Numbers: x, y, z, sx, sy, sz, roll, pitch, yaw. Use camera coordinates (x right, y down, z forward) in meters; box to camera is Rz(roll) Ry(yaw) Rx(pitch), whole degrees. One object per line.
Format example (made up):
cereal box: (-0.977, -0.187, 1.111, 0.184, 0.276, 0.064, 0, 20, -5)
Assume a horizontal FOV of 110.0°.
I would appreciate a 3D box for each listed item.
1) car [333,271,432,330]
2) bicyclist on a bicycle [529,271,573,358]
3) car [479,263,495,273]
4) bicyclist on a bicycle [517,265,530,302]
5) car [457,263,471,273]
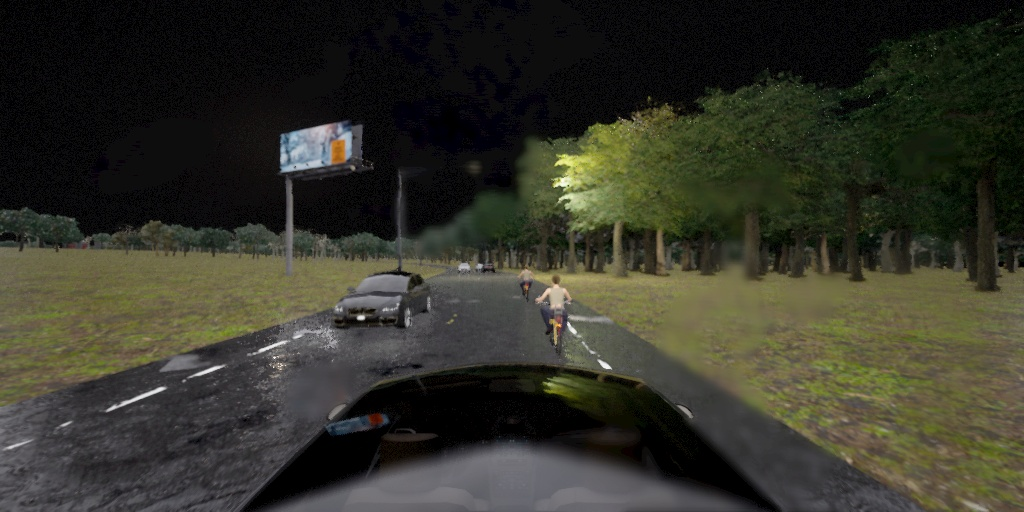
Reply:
car: (-3.776, 1.268, 11.238, 1.837, 1.490, 4.892, 0, 0, -2)
bicyclist on a bicycle: (0.907, 1.195, 7.544, 0.866, 1.612, 1.509, 0, 0, -1)
car: (-3.768, 1.845, 56.353, 1.837, 1.490, 4.892, 0, -1, -8)
bicyclist on a bicycle: (0.645, 1.211, 16.221, 0.866, 1.612, 1.509, 0, 0, -2)
car: (-7.083, 1.799, 53.422, 1.812, 1.442, 4.674, 0, -1, -8)
